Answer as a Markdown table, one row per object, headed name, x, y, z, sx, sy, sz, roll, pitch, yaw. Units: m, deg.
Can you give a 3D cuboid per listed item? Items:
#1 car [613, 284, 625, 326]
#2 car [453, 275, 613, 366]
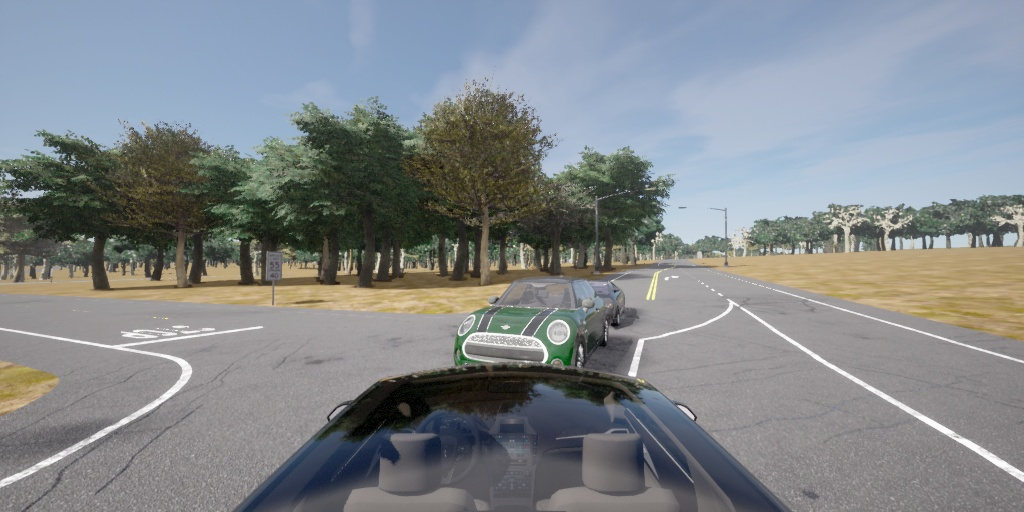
| name | x | y | z | sx | sy | sz | roll | pitch | yaw |
| --- | --- | --- | --- | --- | --- | --- | --- | --- | --- |
| car | 2.912 | 1.555 | 12.880 | 1.994 | 1.385 | 4.181 | -2 | 0 | 22 |
| car | 0.685 | 1.222 | 7.448 | 2.097 | 1.767 | 4.553 | -1 | -2 | 22 |
